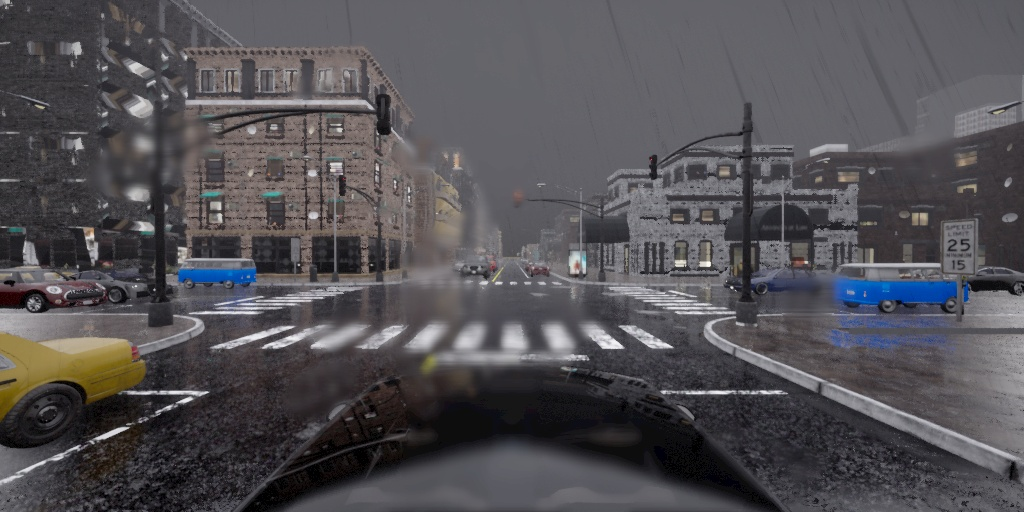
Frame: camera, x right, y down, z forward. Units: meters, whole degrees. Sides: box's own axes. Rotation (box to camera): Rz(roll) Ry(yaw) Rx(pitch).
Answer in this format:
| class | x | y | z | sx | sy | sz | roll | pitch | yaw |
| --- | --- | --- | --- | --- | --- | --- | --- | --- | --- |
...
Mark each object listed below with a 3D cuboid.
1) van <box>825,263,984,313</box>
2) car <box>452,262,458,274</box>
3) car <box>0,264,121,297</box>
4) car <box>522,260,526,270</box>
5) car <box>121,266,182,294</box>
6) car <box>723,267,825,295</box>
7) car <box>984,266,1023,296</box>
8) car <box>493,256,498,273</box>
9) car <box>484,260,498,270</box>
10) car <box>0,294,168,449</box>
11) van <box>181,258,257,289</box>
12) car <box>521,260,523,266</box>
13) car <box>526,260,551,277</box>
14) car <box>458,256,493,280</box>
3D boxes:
| class | x | y | z | sx | sy | sz | roll | pitch | yaw |
| --- | --- | --- | --- | --- | --- | --- | --- | --- | --- |
| van | 14.648 | 1.156 | 13.548 | 3.998 | 1.789 | 1.690 | 0 | 0 | 0 |
| car | -5.717 | 1.310 | 40.920 | 2.007 | 1.370 | 4.403 | 0 | 0 | 0 |
| car | -17.730 | 1.190 | 13.286 | 4.097 | 1.591 | 1.967 | 0 | 0 | 0 |
| car | 2.660 | 1.347 | 46.634 | 1.802 | 1.307 | 4.207 | 0 | 0 | 0 |
| car | -17.743 | 1.296 | 15.869 | 4.181 | 1.385 | 1.994 | 0 | 0 | -1 |
| car | 14.498 | 1.320 | 19.334 | 5.357 | 1.411 | 2.033 | 0 | 0 | -1 |
| car | 24.872 | 1.291 | 19.416 | 4.902 | 1.511 | 2.128 | 0 | 0 | -1 |
| car | -3.126 | 0.986 | 44.791 | 2.150 | 2.045 | 5.566 | 0 | 0 | 0 |
| car | -3.121 | 1.299 | 54.979 | 1.812 | 1.442 | 4.674 | 0 | 0 | 0 |
| car | -5.692 | 1.275 | 2.598 | 1.751 | 1.417 | 4.829 | 0 | 0 | 0 |
| van | -17.778 | 1.030 | 21.666 | 3.998 | 1.789 | 1.690 | 0 | 0 | 0 |
| car | 2.656 | 1.321 | 52.331 | 2.007 | 1.370 | 4.403 | 0 | 0 | 0 |
| car | 2.668 | 1.195 | 35.241 | 1.967 | 1.591 | 4.097 | 0 | 0 | 0 |
| car | -3.116 | 0.975 | 32.000 | 2.150 | 2.045 | 5.566 | 0 | 0 | 0 |
